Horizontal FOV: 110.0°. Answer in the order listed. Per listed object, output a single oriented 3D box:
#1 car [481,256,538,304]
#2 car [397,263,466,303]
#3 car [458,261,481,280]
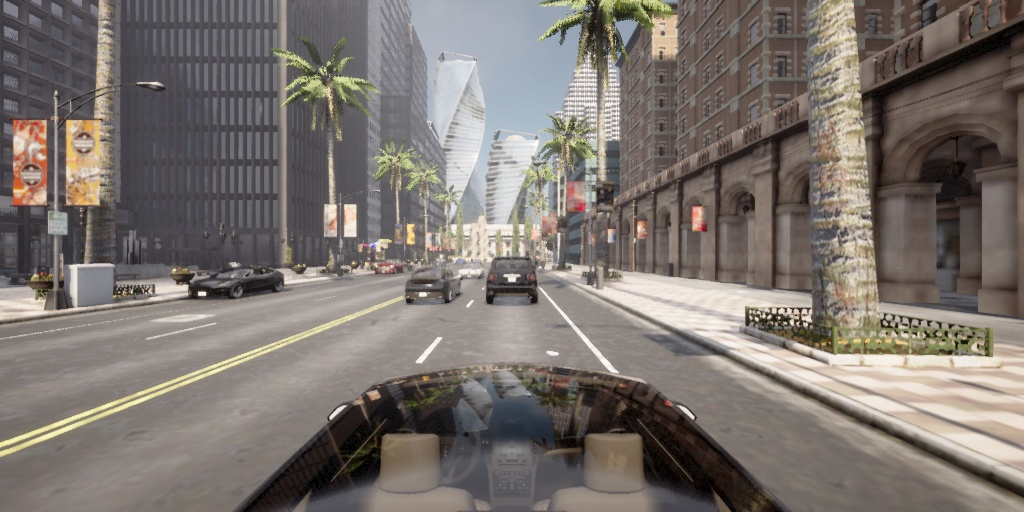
[{"bbox_3d":[0.000,1.005,16.530,2.150,2.045,5.566,0,0,0],"label":"car"},{"bbox_3d":[-3.500,1.263,16.500,1.837,1.490,4.892,0,0,0],"label":"car"},{"bbox_3d":[-3.471,1.364,31.521,1.895,1.301,4.718,0,0,0],"label":"car"}]
